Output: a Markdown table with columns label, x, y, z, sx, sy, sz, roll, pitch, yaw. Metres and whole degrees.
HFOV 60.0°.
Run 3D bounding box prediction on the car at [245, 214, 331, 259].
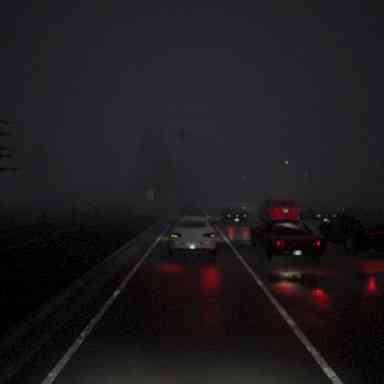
| label | x | y | z | sx | sy | sz | roll | pitch | yaw |
| --- | --- | --- | --- | --- | --- | --- | --- | --- | --- |
| car | 3.527 | 1.754 | 13.247 | 1.895 | 1.301 | 4.718 | 0 | -1 | 0 |

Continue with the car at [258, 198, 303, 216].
| label | x | y | z | sx | sy | sz | roll | pitch | yaw |
| --- | --- | --- | --- | --- | --- | --- | --- | --- | --- |
| car | 7.023 | 1.542 | 27.552 | 2.150 | 2.045 | 5.566 | 0 | 0 | 0 |

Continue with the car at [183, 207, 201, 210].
| label | x | y | z | sx | sy | sz | roll | pitch | yaw |
| --- | --- | --- | --- | --- | --- | --- | --- | --- | --- |
| car | -0.043 | 1.926 | 28.237 | 1.895 | 1.301 | 4.718 | 0 | -1 | -2 |

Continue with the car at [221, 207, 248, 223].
| label | x | y | z | sx | sy | sz | roll | pitch | yaw |
| --- | --- | --- | --- | --- | --- | --- | --- | --- | --- |
| car | 3.529 | 1.926 | 28.245 | 1.895 | 1.301 | 4.718 | 0 | -1 | 0 |

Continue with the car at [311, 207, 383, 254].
| label | x | y | z | sx | sy | sz | roll | pitch | yaw |
| --- | --- | --- | --- | --- | --- | --- | --- | --- | --- |
| car | 7.039 | 1.642 | 14.244 | 1.882 | 1.535 | 5.008 | 0 | 0 | 1 |

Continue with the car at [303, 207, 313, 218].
| label | x | y | z | sx | sy | sz | roll | pitch | yaw |
| --- | --- | --- | --- | --- | --- | --- | --- | --- | --- |
| car | 10.529 | 1.926 | 28.242 | 1.895 | 1.301 | 4.718 | 0 | -1 | 0 |

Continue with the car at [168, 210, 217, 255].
| label | x | y | z | sx | sy | sz | roll | pitch | yaw |
| --- | --- | --- | --- | --- | --- | --- | --- | --- | --- |
| car | 0.035 | 1.686 | 13.890 | 1.812 | 1.442 | 4.674 | 0 | 0 | 1 |

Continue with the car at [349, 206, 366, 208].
| label | x | y | z | sx | sy | sz | roll | pitch | yaw |
| --- | --- | --- | --- | --- | --- | --- | --- | --- | --- |
| car | 14.034 | 1.892 | 28.505 | 1.994 | 1.385 | 4.181 | 0 | -1 | 0 |
